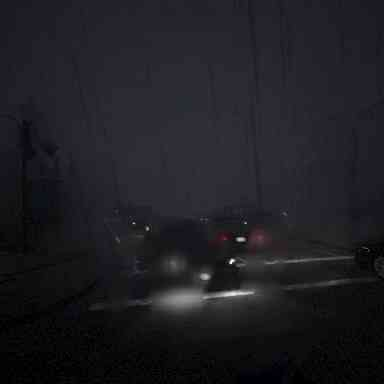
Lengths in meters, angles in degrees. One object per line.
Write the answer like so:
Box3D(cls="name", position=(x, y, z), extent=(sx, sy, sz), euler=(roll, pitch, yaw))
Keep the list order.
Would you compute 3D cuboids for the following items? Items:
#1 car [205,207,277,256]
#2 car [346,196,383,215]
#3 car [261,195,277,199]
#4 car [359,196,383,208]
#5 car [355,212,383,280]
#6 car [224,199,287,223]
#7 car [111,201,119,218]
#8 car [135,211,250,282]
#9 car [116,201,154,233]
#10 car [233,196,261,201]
Box3D(cls="car", position=(1.374, 1.539, 12.982), extent=(2.033, 1.411, 5.357), euler=(0, 0, -4))
Box3D(cls="car", position=(15.557, 1.355, 29.256), extent=(1.970, 1.475, 3.806), euler=(0, 0, -17))
Box3D(cls="car", position=(10.273, 1.276, 47.159), extent=(2.152, 1.636, 5.027), euler=(0, 0, -17))
Box3D(cls="car", position=(23.838, 1.272, 43.259), extent=(1.845, 1.501, 3.633), euler=(0, 0, -17))
Box3D(cls="car", position=(6.711, 1.475, 8.070), extent=(5.008, 1.535, 1.882), euler=(0, 0, 37))
Box3D(cls="car", position=(2.888, 1.466, 19.713), extent=(5.357, 1.411, 2.033), euler=(-3, 1, -21))
Box3D(cls="car", position=(-6.301, 1.515, 30.108), extent=(2.033, 1.411, 5.357), euler=(0, 0, -17))
Box3D(cls="car", position=(-0.369, 1.542, 10.134), extent=(2.033, 1.411, 5.357), euler=(0, 0, -15))
Box3D(cls="car", position=(-3.121, 1.529, 19.963), extent=(2.033, 1.411, 5.357), euler=(0, 0, -17))
Box3D(cls="car", position=(7.287, 1.287, 46.197), extent=(2.007, 1.523, 4.514), euler=(0, 0, -17))
